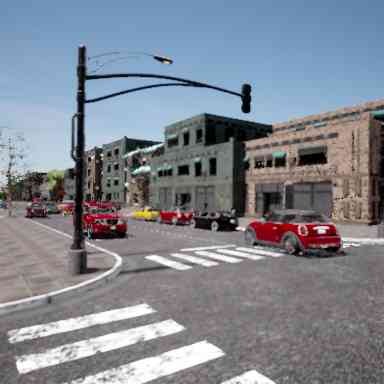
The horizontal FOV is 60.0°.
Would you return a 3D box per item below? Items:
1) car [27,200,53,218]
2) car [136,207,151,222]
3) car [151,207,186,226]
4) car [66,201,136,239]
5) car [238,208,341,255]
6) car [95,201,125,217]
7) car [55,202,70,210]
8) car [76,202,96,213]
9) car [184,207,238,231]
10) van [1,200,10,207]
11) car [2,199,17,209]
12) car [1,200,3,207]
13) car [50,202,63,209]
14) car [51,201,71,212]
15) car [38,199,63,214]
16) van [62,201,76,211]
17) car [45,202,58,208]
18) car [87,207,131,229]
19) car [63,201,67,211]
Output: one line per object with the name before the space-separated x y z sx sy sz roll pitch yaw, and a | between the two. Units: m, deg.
car | -17.564 2.050 37.957 1.967 1.590 4.097 1 -1 -33
car | -4.581 2.152 33.371 1.752 1.417 4.829 1 -1 -33
car | -1.460 1.978 28.582 1.967 1.590 4.097 1 -1 -33
car | -5.454 1.580 19.365 2.192 1.841 5.009 1 -1 -33
car | 4.121 1.564 14.424 2.097 1.767 4.553 1 -2 -20
car | -10.543 2.112 42.530 2.192 1.841 5.009 1 -1 -33
car | -25.681 2.772 65.770 1.887 1.381 4.507 1 -1 -33
car | -16.598 2.409 51.826 1.967 1.590 4.097 1 -1 -33
car | 1.566 2.017 23.931 1.947 1.339 4.313 1 -1 -33
van | -44.812 2.725 79.797 1.690 1.788 3.998 1 -1 -33
car | -35.730 2.677 65.847 2.008 1.369 4.403 1 -1 -33
car | -41.784 2.613 75.149 2.192 1.841 5.009 1 -1 -33
car | -28.709 2.895 70.418 1.802 1.307 4.206 1 -1 -33
car | -21.332 2.332 54.176 2.097 1.767 4.553 2 -2 -33
car | -19.457 2.138 45.742 2.097 1.767 4.553 2 -2 -33
van | -22.653 2.482 61.125 1.690 1.788 3.998 1 -1 -33
car | -31.736 2.981 75.067 1.802 1.307 4.206 1 -1 -33
car | -6.541 1.941 25.779 1.812 1.442 4.674 2 -2 -33
car | -15.871 2.179 45.882 2.097 1.767 4.553 2 -2 -33
